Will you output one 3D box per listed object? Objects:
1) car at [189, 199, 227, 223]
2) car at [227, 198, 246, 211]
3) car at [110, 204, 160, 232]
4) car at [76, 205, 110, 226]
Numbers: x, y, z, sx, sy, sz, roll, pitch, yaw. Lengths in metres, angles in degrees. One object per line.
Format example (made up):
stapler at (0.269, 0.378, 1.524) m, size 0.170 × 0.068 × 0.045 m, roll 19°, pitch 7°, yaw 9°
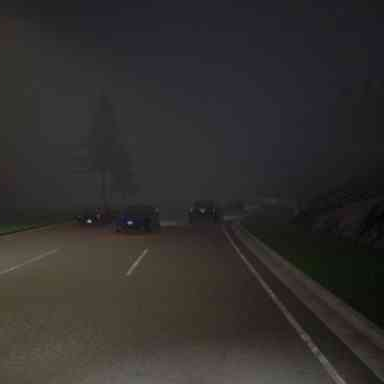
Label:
car at (1.195, 1.332, 25.491) m, size 2.097 × 1.767 × 4.553 m, roll 0°, pitch 0°, yaw 12°
car at (5.484, 1.460, 41.115) m, size 2.128 × 1.511 × 4.902 m, roll 0°, pitch 0°, yaw 16°
car at (-3.120, 1.462, 19.938) m, size 1.882 × 1.535 × 5.008 m, roll 0°, pitch 0°, yaw 3°
car at (-6.315, 1.583, 23.537) m, size 1.895 × 1.301 × 4.718 m, roll 0°, pitch 0°, yaw 7°
